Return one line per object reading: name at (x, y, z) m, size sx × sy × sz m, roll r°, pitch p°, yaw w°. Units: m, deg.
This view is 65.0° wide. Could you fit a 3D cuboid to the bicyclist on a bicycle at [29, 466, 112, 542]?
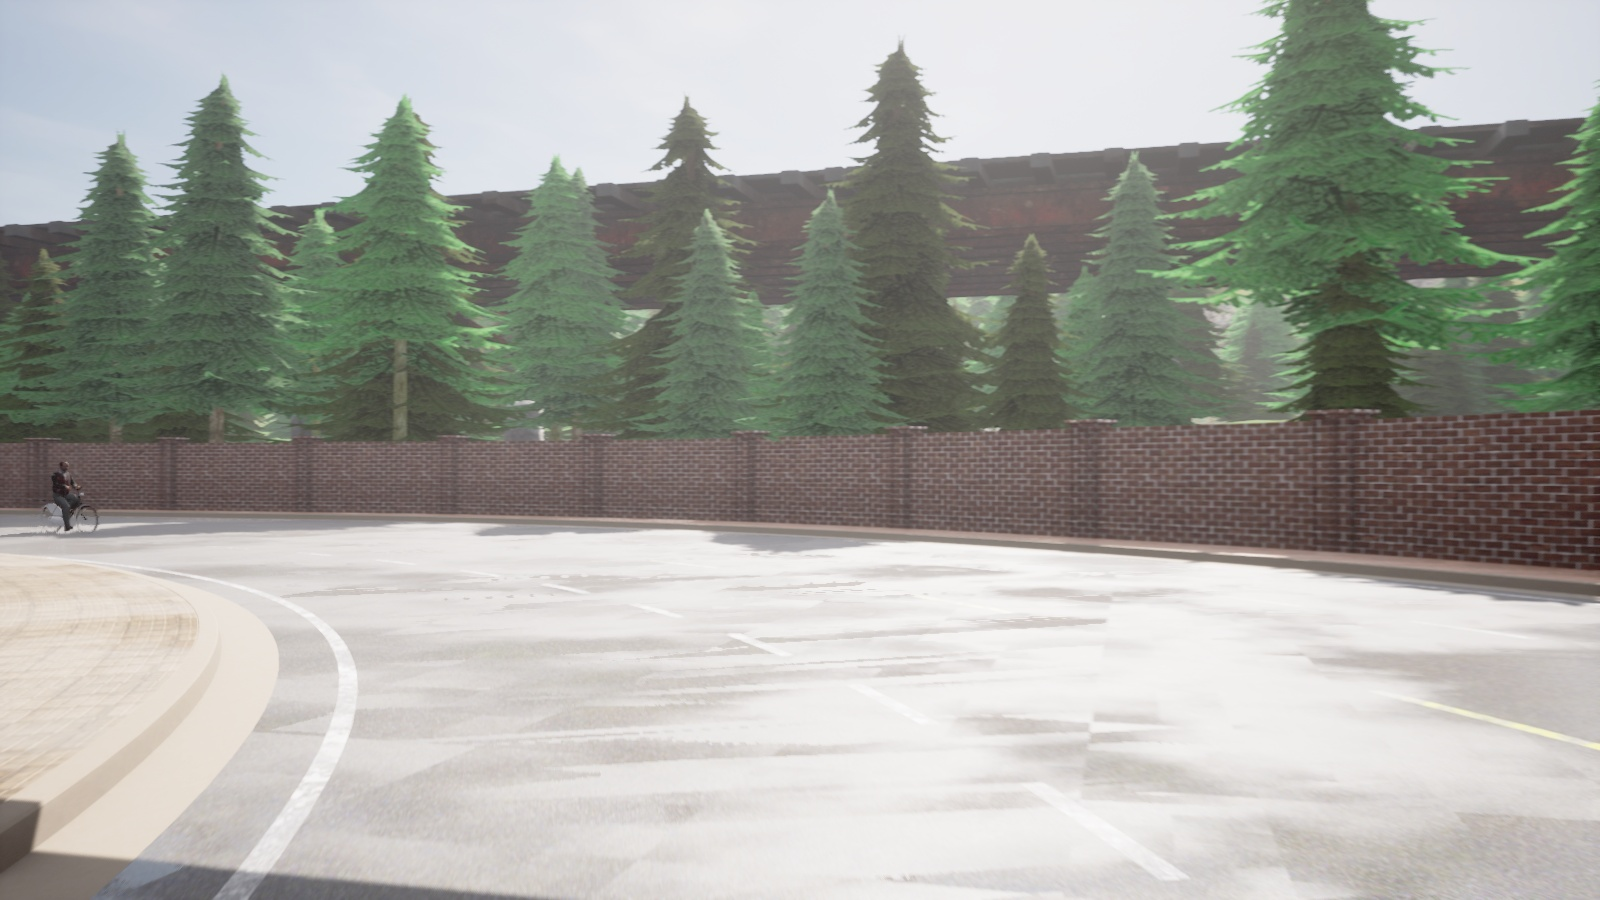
bicyclist on a bicycle at (-17.434, 1.281, 30.011) m, size 1.843 × 1.776 × 0.659 m, roll -1°, pitch -1°, yaw 20°
